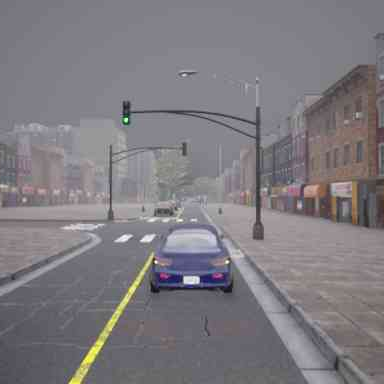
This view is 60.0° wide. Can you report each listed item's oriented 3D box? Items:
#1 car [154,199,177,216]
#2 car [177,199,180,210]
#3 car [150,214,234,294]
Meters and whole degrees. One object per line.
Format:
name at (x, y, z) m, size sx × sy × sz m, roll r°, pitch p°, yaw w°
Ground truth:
car at (-2.919, 1.691, 35.514) m, size 1.882 × 1.535 × 5.008 m, roll 0°, pitch -1°, yaw 0°
car at (-2.917, 1.840, 45.502) m, size 1.812 × 1.442 × 4.674 m, roll 0°, pitch 0°, yaw 0°
car at (-0.001, 1.546, 8.747) m, size 1.812 × 1.442 × 4.674 m, roll 0°, pitch 0°, yaw 0°
